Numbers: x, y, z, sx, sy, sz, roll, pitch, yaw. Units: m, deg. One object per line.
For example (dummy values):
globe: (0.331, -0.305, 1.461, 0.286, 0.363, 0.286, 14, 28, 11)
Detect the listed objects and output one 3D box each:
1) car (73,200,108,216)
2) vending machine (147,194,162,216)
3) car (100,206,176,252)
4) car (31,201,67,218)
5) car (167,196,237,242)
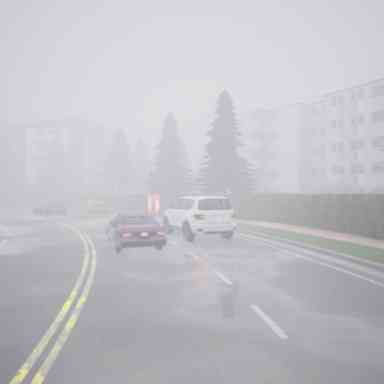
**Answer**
car: (-10.107, 1.524, 32.956, 1.882, 1.535, 5.008, 0, 0, -42)
vending machine: (-3.548, 1.198, 31.472, 1.100, 2.100, 0.880, 0, 0, -37)
car: (-2.536, 1.555, 14.175, 2.033, 1.411, 5.357, 0, 0, -20)
car: (-13.653, 1.562, 31.588, 2.128, 1.511, 4.902, 0, 0, -44)
car: (0.212, 1.209, 16.637, 2.150, 2.045, 5.566, 0, 0, -20)
